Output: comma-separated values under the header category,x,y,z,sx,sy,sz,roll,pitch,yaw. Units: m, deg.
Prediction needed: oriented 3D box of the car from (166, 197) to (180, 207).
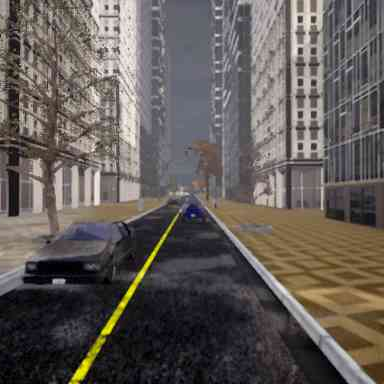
category,x,y,z,sx,sy,sz,roll,pitch,yaw
car,-2.831,1.515,51.072,1.994,1.385,4.181,0,0,0

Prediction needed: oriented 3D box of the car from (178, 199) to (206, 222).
category,x,y,z,sx,sy,sz,roll,pitch,yaw
car,0.092,1.502,26.028,1.812,1.442,4.674,0,0,0

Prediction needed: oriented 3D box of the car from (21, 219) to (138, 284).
category,x,y,z,sx,sy,sz,roll,pitch,yaw
car,-2.843,1.539,9.814,2.033,1.411,5.357,0,0,0

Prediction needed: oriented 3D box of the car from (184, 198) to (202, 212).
category,x,y,z,sx,sy,sz,roll,pitch,yaw
car,0.091,1.510,40.191,2.033,1.411,5.357,0,0,0
